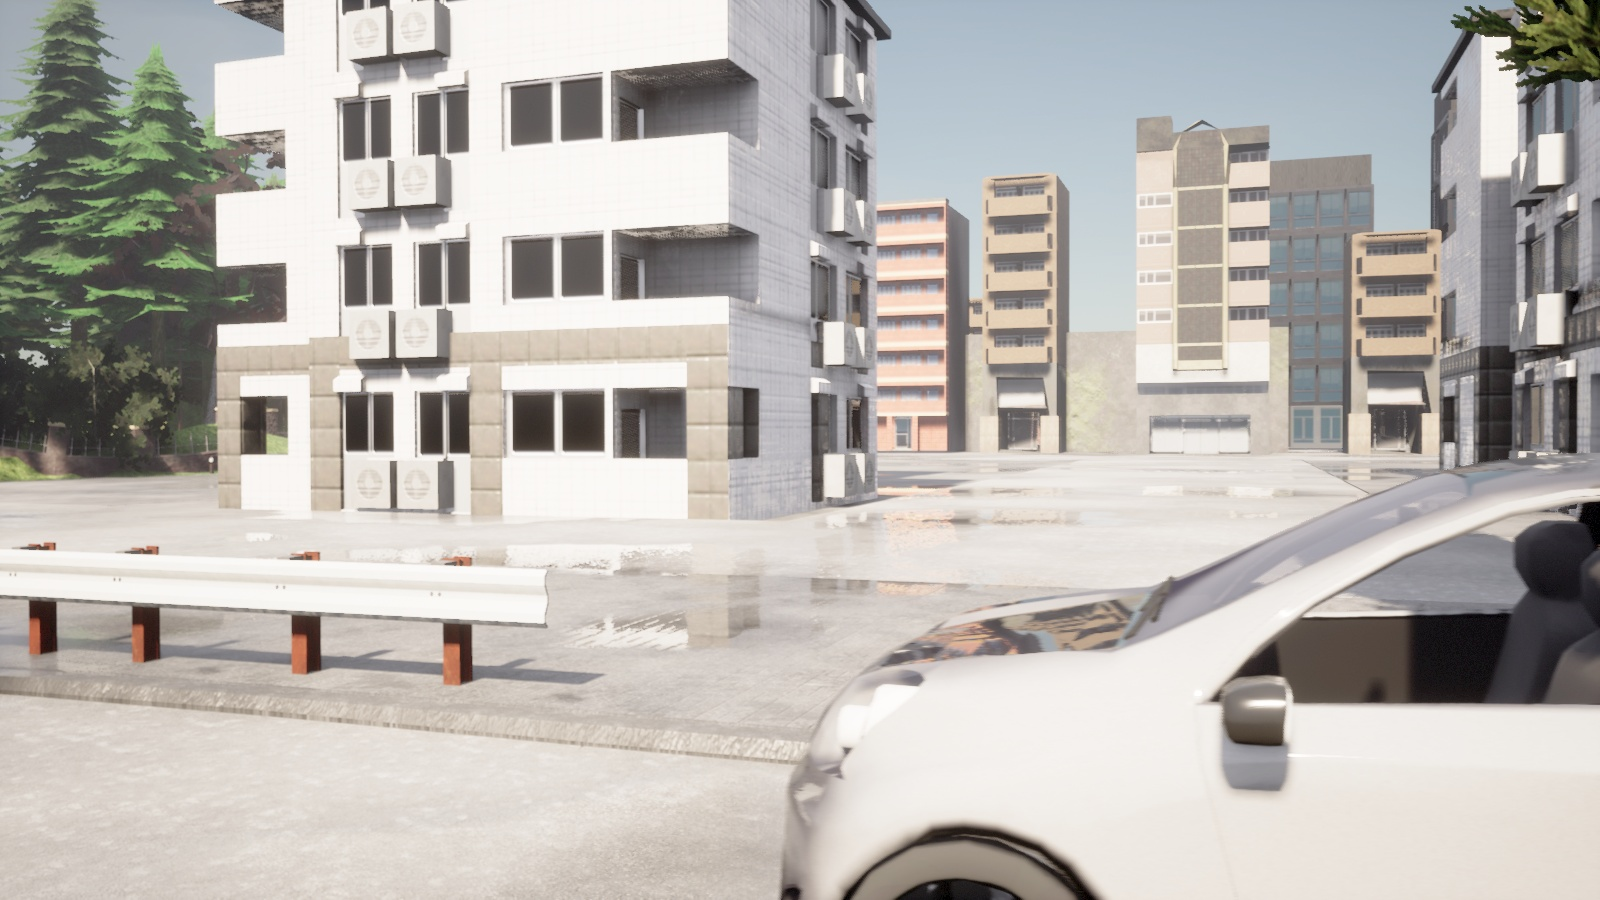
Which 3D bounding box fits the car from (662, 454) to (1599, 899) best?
[{"bbox_3d":[1.705,0.796,3.145,3.633,1.501,1.845,1,1,19],"label":"car"}]
